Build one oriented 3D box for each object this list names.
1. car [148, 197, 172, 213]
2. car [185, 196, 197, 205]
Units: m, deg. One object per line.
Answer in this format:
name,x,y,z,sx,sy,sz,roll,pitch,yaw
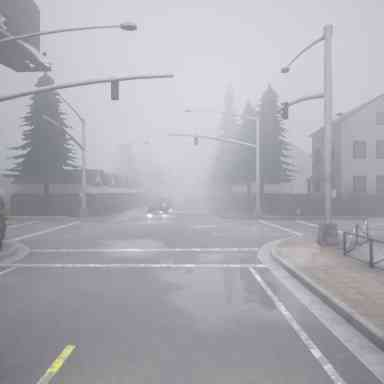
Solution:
car,-3.674,1.352,37.056,2.097,1.767,4.553,0,0,0
car,-0.121,1.492,59.259,2.128,1.511,4.902,0,0,0
